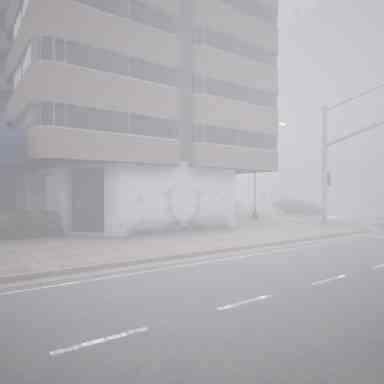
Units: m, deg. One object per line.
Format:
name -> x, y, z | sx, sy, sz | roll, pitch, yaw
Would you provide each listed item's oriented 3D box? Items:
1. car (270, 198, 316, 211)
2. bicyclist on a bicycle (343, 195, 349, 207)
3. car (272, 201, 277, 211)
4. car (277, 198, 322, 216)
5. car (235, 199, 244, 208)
car -> 12.719, 1.547, 42.213 | 2.033, 1.411, 5.357 | 0, 0, -36
bicyclist on a bicycle -> 22.058, 1.301, 47.707 | 1.656, 1.620, 0.582 | 0, 0, -36
car -> 11.441, 1.478, 37.687 | 1.882, 1.535, 5.008 | 0, 0, -36
car -> 10.847, 1.564, 32.549 | 1.994, 1.385, 4.181 | 0, 0, -36
car -> 5.106, 1.490, 46.417 | 2.128, 1.511, 4.902 | 0, 0, -36
